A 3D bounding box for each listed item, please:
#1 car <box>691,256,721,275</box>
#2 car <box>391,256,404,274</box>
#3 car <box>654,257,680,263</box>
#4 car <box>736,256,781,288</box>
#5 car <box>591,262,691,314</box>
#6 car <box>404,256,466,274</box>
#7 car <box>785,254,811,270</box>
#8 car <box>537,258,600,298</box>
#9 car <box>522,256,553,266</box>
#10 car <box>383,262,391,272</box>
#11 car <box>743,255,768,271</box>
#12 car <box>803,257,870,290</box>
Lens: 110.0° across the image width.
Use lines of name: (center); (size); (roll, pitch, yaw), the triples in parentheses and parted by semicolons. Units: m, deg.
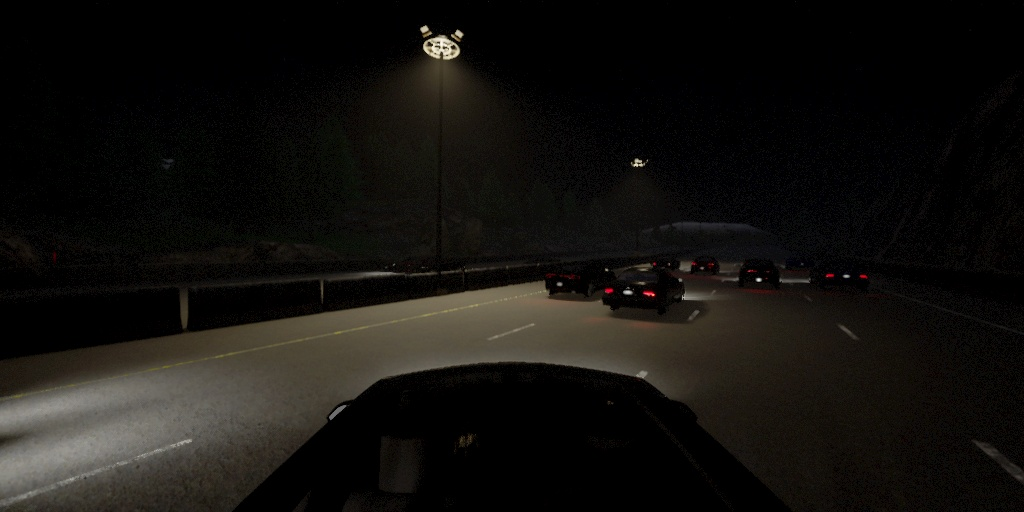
car: (16.207, 0.736, 30.077); (1.812, 1.442, 4.674); (1, 1, 33)
car: (-7.876, 0.742, 32.097); (1.882, 1.535, 5.008); (1, 1, 34)
car: (14.759, 0.722, 34.200); (1.895, 1.301, 4.718); (1, 2, 34)
car: (14.276, 0.925, 20.812); (1.837, 1.490, 4.892); (1, 2, 33)
car: (4.931, 1.129, 13.062); (2.033, 1.411, 5.357); (1, 1, 34)
car: (-5.847, 0.799, 28.826); (1.882, 1.535, 5.008); (1, 1, 34)
car: (27.320, 0.520, 34.137); (1.882, 1.535, 5.008); (1, 1, 34)
car: (3.357, 0.994, 17.018); (1.882, 1.535, 5.008); (1, 1, 34)
car: (2.993, 0.695, 35.802); (2.033, 1.411, 5.357); (1, 1, 34)
car: (-10.262, 0.745, 34.831); (1.812, 1.442, 4.674); (1, 1, 34)
car: (23.708, 0.646, 35.026); (1.895, 1.301, 4.718); (1, 2, 34)
car: (17.554, 0.982, 19.423); (2.033, 1.411, 5.357); (1, 1, 34)
